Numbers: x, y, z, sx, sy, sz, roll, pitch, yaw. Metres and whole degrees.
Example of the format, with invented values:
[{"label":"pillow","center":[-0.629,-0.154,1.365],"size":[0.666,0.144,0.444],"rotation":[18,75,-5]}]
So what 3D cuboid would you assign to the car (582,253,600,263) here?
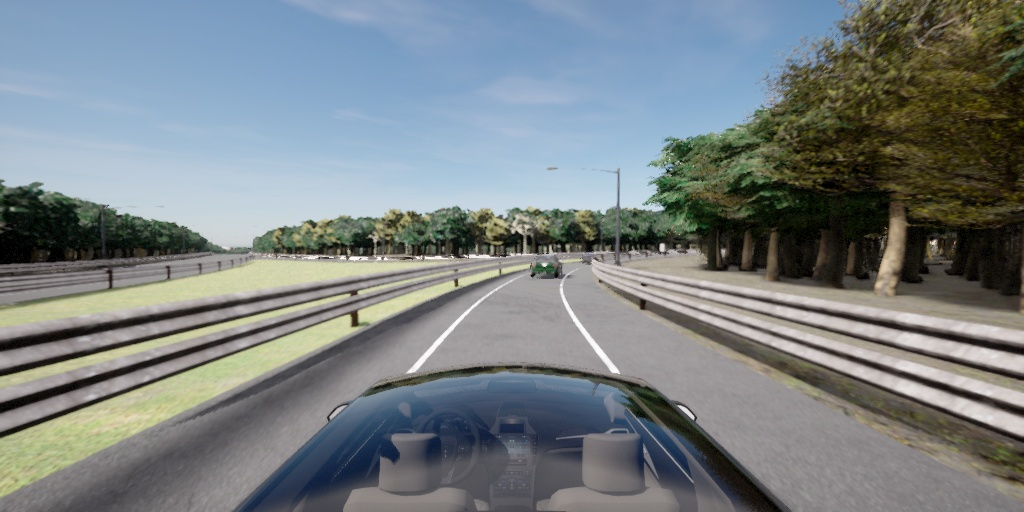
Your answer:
[{"label":"car","center":[11.723,0.300,52.838],"size":[2.128,1.511,4.902],"rotation":[1,2,28]}]

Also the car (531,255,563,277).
[{"label":"car","center":[2.854,0.673,28.586],"size":[2.097,1.767,4.553],"rotation":[1,1,12]}]
